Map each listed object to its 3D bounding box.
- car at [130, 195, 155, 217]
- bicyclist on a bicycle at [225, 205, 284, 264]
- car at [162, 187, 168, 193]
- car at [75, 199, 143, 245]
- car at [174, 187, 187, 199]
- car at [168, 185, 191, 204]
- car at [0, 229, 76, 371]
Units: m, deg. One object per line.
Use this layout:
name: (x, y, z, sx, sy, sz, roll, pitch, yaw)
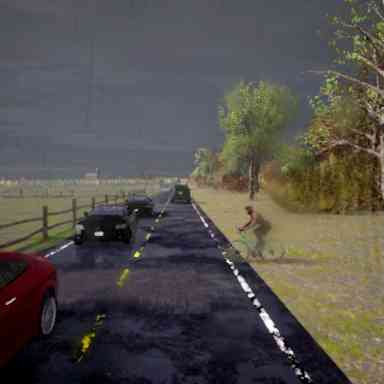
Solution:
car: (-3.692, 0.930, 23.416, 1.994, 1.385, 4.181, 0, 2, -3)
bicyclist on a bicycle: (1.741, 1.192, 9.218, 1.656, 1.620, 0.582, -1, 2, -2)
car: (-5.348, -0.450, 69.415, 1.895, 1.301, 4.718, 0, 2, -2)
car: (-3.319, 1.206, 13.456, 1.994, 1.385, 4.181, 0, 2, -3)
car: (-1.742, 0.081, 49.606, 1.882, 1.535, 5.008, 0, 2, -2)
car: (-1.272, 0.181, 37.294, 2.150, 2.045, 5.566, 0, 2, -2)
car: (-2.929, 1.437, 3.512, 1.812, 1.442, 4.674, 0, 1, -2)
